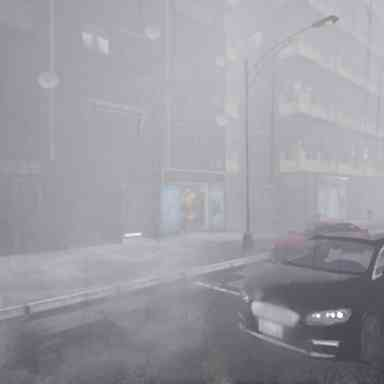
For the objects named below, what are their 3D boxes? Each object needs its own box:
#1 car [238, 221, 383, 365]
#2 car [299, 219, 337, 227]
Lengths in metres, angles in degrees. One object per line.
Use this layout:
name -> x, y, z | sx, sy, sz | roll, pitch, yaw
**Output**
car -> 2.842, 1.536, 6.046 | 4.902, 1.511, 2.128 | 0, -1, -42
car -> 4.382, 1.634, 11.095 | 4.507, 1.381, 1.887 | 0, -1, -42
